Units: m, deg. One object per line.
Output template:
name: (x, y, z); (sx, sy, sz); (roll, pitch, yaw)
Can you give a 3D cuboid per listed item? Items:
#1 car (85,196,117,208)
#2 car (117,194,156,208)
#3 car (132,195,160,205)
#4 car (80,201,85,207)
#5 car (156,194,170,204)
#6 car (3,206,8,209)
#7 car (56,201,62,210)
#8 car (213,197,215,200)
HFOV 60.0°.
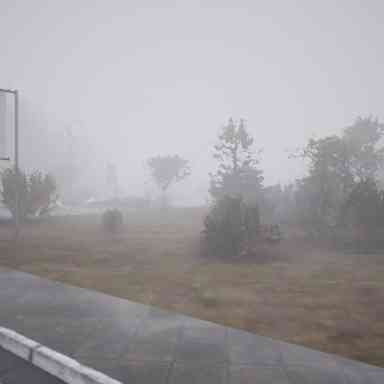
car: (-12.158, 1.423, 47.332); (1.882, 1.535, 5.008); (0, 1, 39)
car: (-7.791, 1.275, 46.882); (2.097, 1.767, 4.553); (0, 1, 39)
car: (-7.967, 1.313, 58.185); (1.837, 1.490, 4.892); (0, 1, 39)
car: (-14.483, 1.465, 50.041); (1.812, 1.442, 4.674); (0, 0, 39)
car: (-5.825, 1.175, 55.274); (2.097, 1.767, 4.553); (0, 1, 39)
car: (-20.776, 1.542, 42.137); (2.033, 1.411, 5.357); (0, 0, 39)
car: (-17.998, 1.521, 40.005); (1.812, 1.442, 4.674); (0, 0, 39)
car: (5.560, 1.143, 64.903); (1.895, 1.301, 4.718); (0, 1, 32)
